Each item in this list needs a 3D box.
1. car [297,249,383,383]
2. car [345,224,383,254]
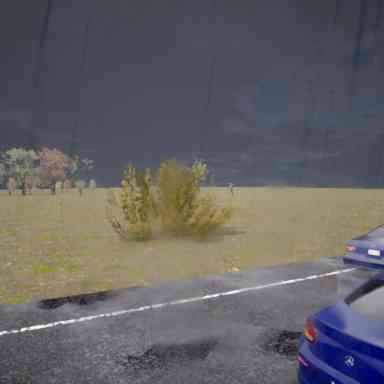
[{"bbox_3d":[3.292,1.526,3.868,4.674,1.442,1.812,0,0,-29],"label":"car"},{"bbox_3d":[6.586,1.549,9.700,5.357,1.411,2.033,0,0,-35],"label":"car"}]
